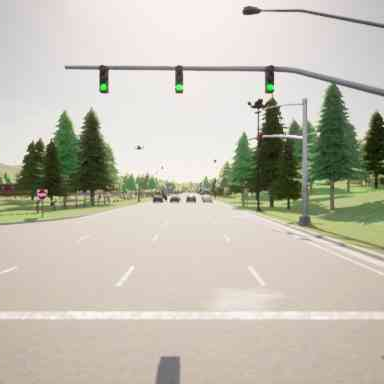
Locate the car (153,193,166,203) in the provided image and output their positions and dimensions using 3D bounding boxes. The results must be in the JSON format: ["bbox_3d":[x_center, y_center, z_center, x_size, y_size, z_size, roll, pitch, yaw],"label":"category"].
[{"bbox_3d":[-7.155,1.486,70.294,1.882,1.535,5.008,0,0,0],"label":"car"}]

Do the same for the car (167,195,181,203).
[{"bbox_3d":[-3.655,1.508,70.302,1.837,1.490,4.892,0,0,0],"label":"car"}]

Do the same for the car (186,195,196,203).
[{"bbox_3d":[-0.155,1.363,70.663,2.097,1.767,4.553,0,0,0],"label":"car"}]

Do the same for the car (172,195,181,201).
[{"bbox_3d":[-3.678,1.446,80.751,1.895,1.301,4.718,0,0,0],"label":"car"}]

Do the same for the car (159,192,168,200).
[{"bbox_3d":[-7.178,1.076,80.744,2.150,2.045,5.566,0,0,0],"label":"car"}]

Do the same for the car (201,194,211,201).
[{"bbox_3d":[3.322,1.376,80.737,2.128,1.511,4.902,0,0,0],"label":"car"}]

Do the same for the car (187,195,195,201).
[{"bbox_3d":[-0.178,1.404,80.729,1.994,1.385,4.181,0,0,0],"label":"car"}]

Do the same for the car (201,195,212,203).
[{"bbox_3d":[3.344,1.533,70.734,1.812,1.442,4.674,0,0,0],"label":"car"}]
